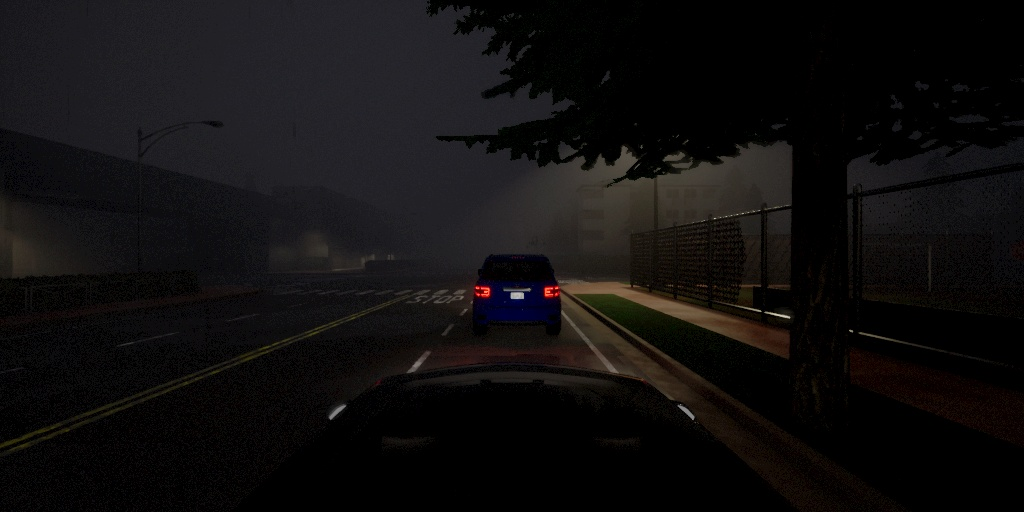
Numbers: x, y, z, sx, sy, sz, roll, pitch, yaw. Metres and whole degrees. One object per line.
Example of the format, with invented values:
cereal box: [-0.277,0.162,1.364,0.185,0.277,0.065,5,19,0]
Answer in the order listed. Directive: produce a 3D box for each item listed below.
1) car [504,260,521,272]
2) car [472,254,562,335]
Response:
car: [0.068,1.242,46.453,2.128,1.511,4.902,0,0,-1]
car: [0.125,0.972,10.609,2.150,2.045,5.566,0,0,0]
